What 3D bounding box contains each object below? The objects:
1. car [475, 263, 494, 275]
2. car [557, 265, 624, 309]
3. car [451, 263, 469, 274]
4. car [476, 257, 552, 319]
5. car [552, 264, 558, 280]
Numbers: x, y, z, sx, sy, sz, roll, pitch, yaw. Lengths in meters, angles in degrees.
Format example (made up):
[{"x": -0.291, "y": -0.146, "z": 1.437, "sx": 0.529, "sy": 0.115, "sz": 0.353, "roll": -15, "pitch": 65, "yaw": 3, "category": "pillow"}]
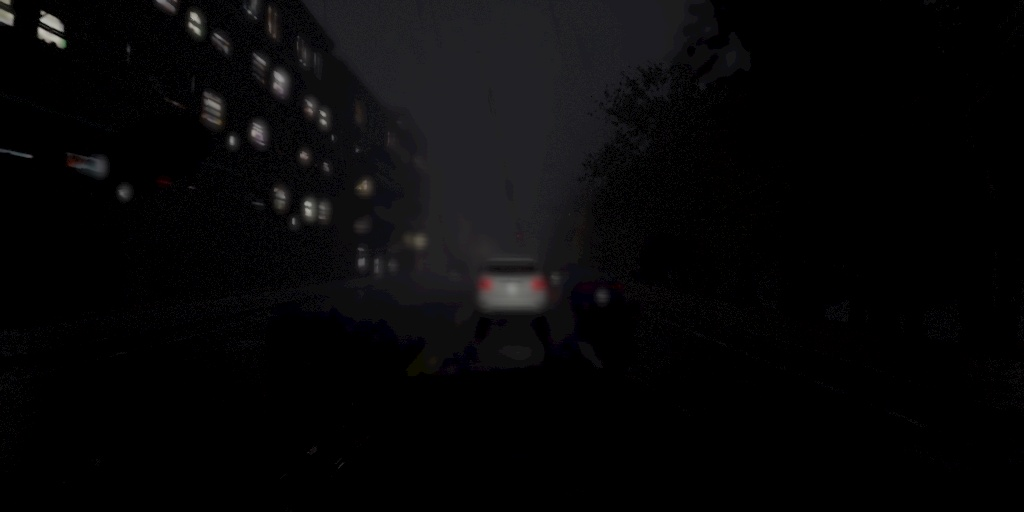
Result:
[{"x": -3.341, "y": 1.604, "z": 44.213, "sx": 1.895, "sy": 1.301, "sz": 4.718, "roll": 0, "pitch": 0, "yaw": 0, "category": "car"}, {"x": 3.311, "y": 1.307, "z": 15.510, "sx": 1.882, "sy": 1.535, "sz": 5.008, "roll": 0, "pitch": 0, "yaw": 1, "category": "car"}, {"x": -6.589, "y": 1.577, "z": 45.795, "sx": 1.994, "sy": 1.385, "sz": 4.181, "roll": 0, "pitch": 0, "yaw": -1, "category": "car"}, {"x": 0.038, "y": 1.040, "z": 13.267, "sx": 2.150, "sy": 2.045, "sz": 5.566, "roll": 0, "pitch": 0, "yaw": 1, "category": "car"}, {"x": 3.305, "y": 1.419, "z": 29.386, "sx": 1.837, "sy": 1.490, "sz": 4.892, "roll": 0, "pitch": 0, "yaw": 0, "category": "car"}]
